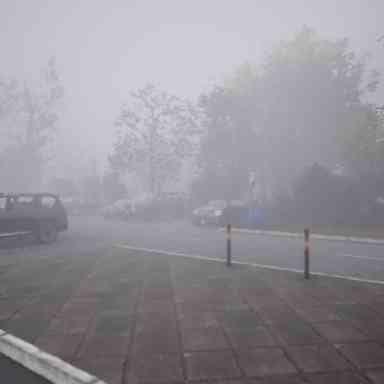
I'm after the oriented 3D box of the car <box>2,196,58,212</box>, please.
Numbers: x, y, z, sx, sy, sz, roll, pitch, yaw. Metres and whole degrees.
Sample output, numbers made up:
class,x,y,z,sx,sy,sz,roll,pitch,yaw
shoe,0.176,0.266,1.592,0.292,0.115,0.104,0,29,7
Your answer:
class,x,y,z,sx,sy,sz,roll,pitch,yaw
car,-16.607,1.182,34.304,2.163,1.488,4.792,1,0,35

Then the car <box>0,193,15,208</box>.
class,x,y,z,sx,sy,sz,roll,pitch,yaw
car,-23.670,0.958,39.199,2.185,1.767,4.553,1,0,35

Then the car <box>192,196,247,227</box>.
class,x,y,z,sx,sy,sz,roll,pitch,yaw
car,1.919,1.188,21.362,2.185,1.767,4.553,1,1,35

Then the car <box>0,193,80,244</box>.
class,x,y,z,sx,sy,sz,roll,pitch,yaw
car,-7.476,1.055,12.617,2.435,2.045,5.566,0,0,35

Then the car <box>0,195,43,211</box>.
class,x,y,z,sx,sy,sz,roll,pitch,yaw
car,-19.044,1.129,35.962,2.097,1.535,5.008,1,0,35

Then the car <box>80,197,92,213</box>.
class,x,y,z,sx,sy,sz,roll,pitch,yaw
car,-9.663,1.222,29.452,2.231,1.521,4.892,0,0,35

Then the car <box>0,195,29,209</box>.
class,x,y,z,sx,sy,sz,roll,pitch,yaw
car,-21.371,1.106,37.562,2.097,1.535,5.008,1,0,35

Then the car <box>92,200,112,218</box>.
class,x,y,z,sx,sy,sz,roll,pitch,yaw
car,-5.013,1.265,26.248,2.231,1.521,4.892,1,0,35

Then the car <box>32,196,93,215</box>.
class,x,y,z,sx,sy,sz,roll,pitch,yaw
car,-11.984,1.198,31.060,2.097,1.535,5.008,1,0,35

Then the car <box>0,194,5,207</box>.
class,x,y,z,sx,sy,sz,roll,pitch,yaw
car,-26.006,1.060,40.787,2.097,1.535,5.008,1,0,35

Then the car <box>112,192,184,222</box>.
class,x,y,z,sx,sy,sz,roll,pitch,yaw
car,-2.811,1.032,24.681,2.435,2.045,5.566,1,0,35

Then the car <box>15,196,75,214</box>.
class,x,y,z,sx,sy,sz,roll,pitch,yaw
car,-14.305,1.175,32.668,2.097,1.535,5.008,1,0,35
